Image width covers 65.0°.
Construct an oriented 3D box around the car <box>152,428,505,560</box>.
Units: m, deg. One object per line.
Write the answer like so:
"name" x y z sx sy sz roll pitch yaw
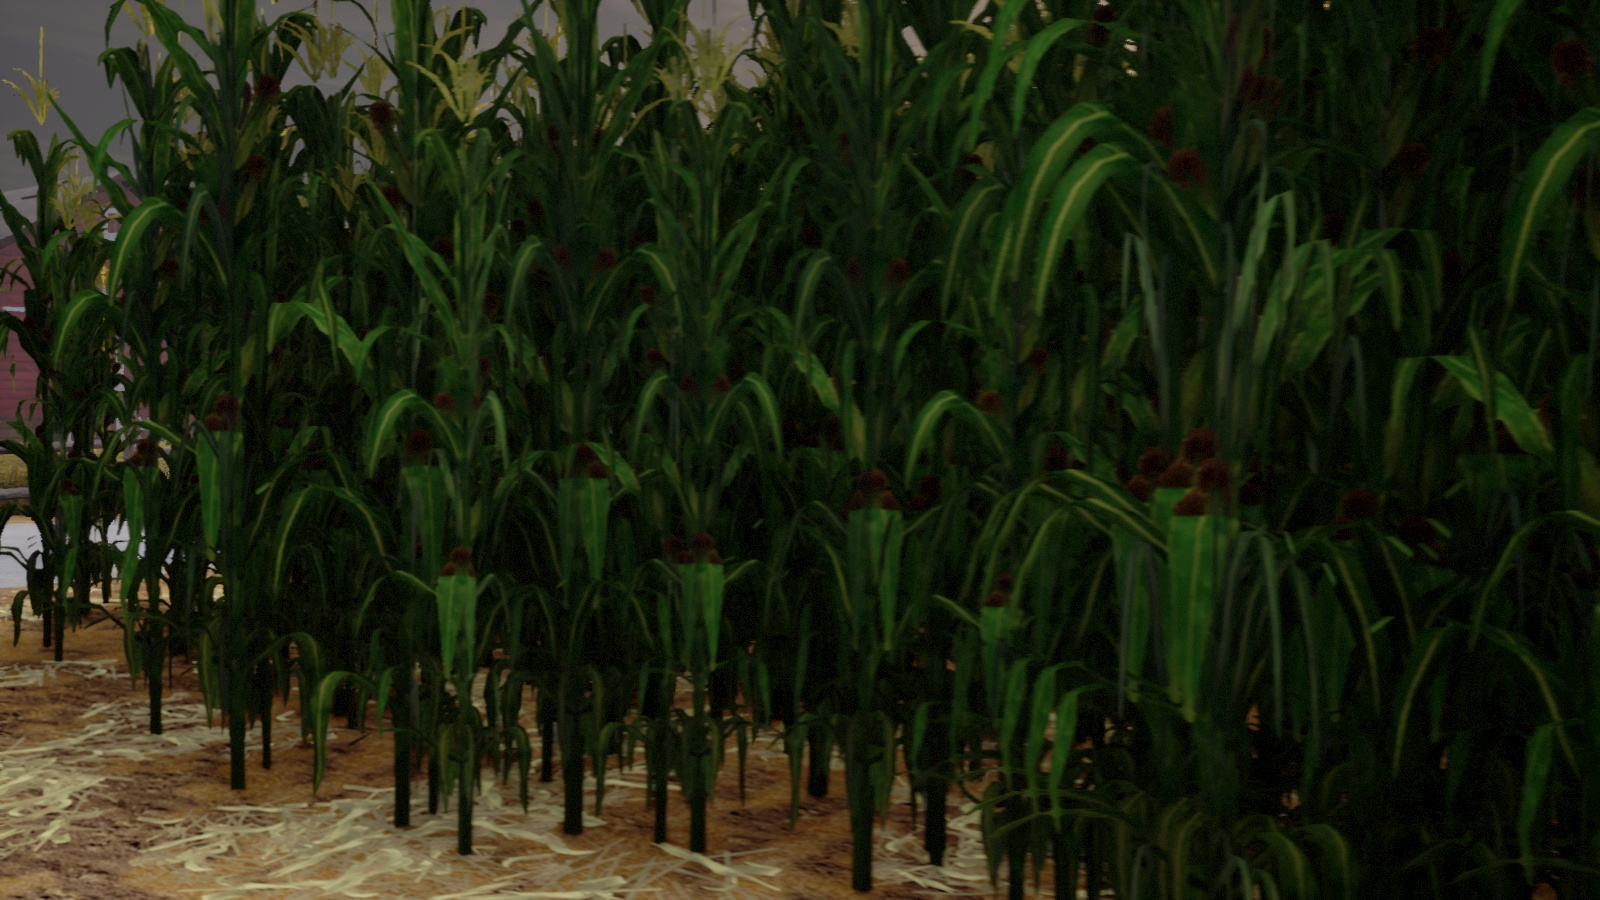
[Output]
"car" -5.919 0.459 16.158 1.970 1.475 3.806 0 1 33
